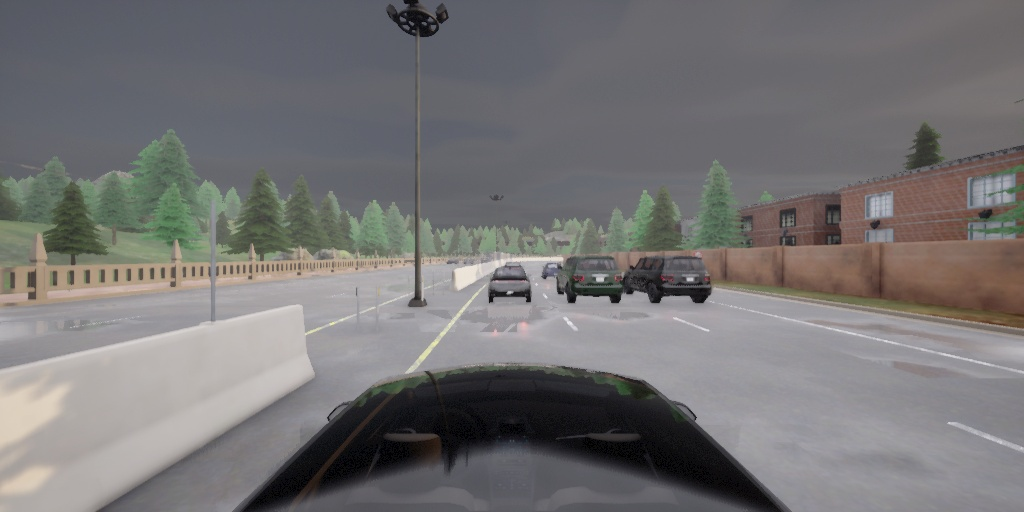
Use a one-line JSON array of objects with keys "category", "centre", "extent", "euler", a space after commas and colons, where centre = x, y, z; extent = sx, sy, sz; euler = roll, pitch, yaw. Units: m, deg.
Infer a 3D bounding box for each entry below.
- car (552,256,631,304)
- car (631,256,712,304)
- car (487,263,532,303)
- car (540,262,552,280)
[{"category": "car", "centre": [3.401, 1.005, 16.574], "extent": [2.150, 2.045, 5.566], "euler": [0, 0, 0]}, {"category": "car", "centre": [6.901, 1.005, 16.592], "extent": [2.150, 2.045, 5.566], "euler": [0, 0, 0]}, {"category": "car", "centre": [-0.099, 1.242, 16.526], "extent": [2.128, 1.511, 4.902], "euler": [0, 0, 0]}, {"category": "car", "centre": [3.607, 1.280, 31.295], "extent": [1.812, 1.442, 4.674], "euler": [0, 0, 1]}]
